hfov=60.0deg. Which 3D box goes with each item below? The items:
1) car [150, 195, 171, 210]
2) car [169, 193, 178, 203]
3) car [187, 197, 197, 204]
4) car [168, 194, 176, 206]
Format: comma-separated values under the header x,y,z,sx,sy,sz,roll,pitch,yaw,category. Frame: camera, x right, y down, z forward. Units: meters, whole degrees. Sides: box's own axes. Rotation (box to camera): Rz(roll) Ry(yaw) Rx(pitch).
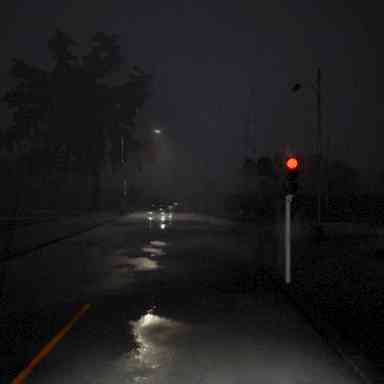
x,y,z,sx,sy,sz,roll,pitch,yaw,category
-4.082,1.477,41.469,1.837,1.490,4.892,0,0,0,car
-3.985,1.175,68.806,2.150,2.045,5.566,0,0,0,car
0.014,1.559,61.647,1.895,1.301,4.718,0,0,0,car
-4.064,1.469,54.119,1.837,1.490,4.892,0,0,0,car
